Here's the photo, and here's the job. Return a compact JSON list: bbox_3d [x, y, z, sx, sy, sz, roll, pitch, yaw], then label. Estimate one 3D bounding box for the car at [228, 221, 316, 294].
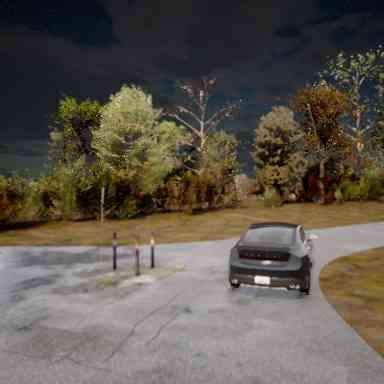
[{"bbox_3d":[2.329,1.573,9.167,1.837,1.490,4.892,0,0,21],"label":"car"}]
